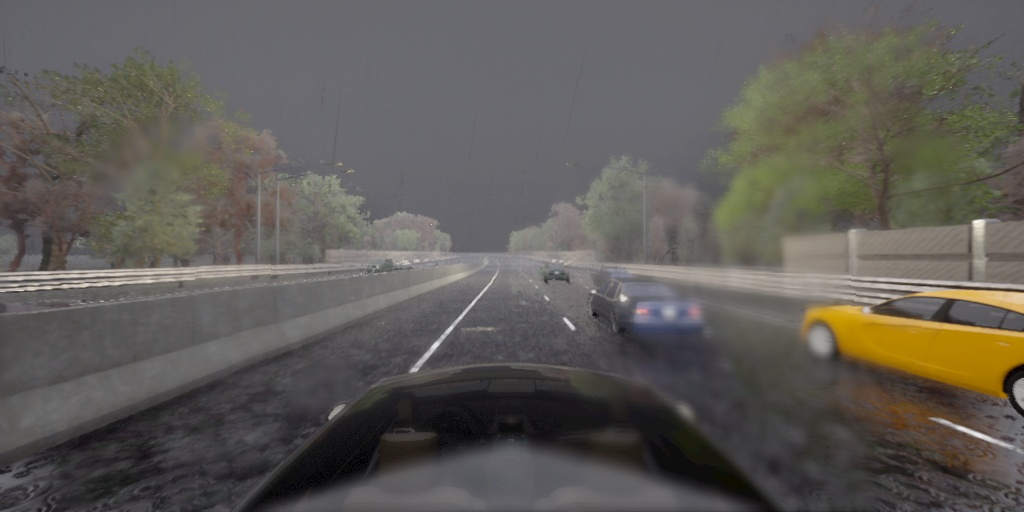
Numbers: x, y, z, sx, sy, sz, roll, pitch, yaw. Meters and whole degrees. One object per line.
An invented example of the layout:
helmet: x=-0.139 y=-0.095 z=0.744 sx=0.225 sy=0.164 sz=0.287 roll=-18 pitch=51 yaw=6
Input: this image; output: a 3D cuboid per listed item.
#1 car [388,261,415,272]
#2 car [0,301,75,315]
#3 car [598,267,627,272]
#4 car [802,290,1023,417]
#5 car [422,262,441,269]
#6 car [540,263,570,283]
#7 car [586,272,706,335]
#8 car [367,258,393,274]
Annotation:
car: x=-14.234 y=1.716 z=47.149 sx=1.895 sy=1.301 sz=4.718 roll=0 pitch=0 yaw=0
car: x=-10.601 y=1.333 z=5.647 sx=2.033 sy=1.411 sz=5.357 roll=0 pitch=0 yaw=0
car: x=7.095 y=1.501 z=25.601 sx=2.033 sy=1.411 sz=5.357 roll=0 pitch=0 yaw=0
car: x=7.097 y=1.260 z=5.568 sx=1.882 sy=1.535 sz=5.008 roll=0 pitch=0 yaw=0
car: x=-10.743 y=1.625 z=47.994 sx=1.837 sy=1.490 sz=4.892 roll=0 pitch=-1 yaw=0
car: x=3.578 y=1.348 z=30.685 sx=2.097 sy=1.767 sz=4.553 roll=0 pitch=0 yaw=0
car: x=3.599 y=1.374 z=10.704 sx=2.033 sy=1.411 sz=5.357 roll=0 pitch=-1 yaw=0
car: x=-17.743 y=1.342 z=48.703 sx=2.150 sy=2.045 sz=5.566 roll=0 pitch=0 yaw=0
